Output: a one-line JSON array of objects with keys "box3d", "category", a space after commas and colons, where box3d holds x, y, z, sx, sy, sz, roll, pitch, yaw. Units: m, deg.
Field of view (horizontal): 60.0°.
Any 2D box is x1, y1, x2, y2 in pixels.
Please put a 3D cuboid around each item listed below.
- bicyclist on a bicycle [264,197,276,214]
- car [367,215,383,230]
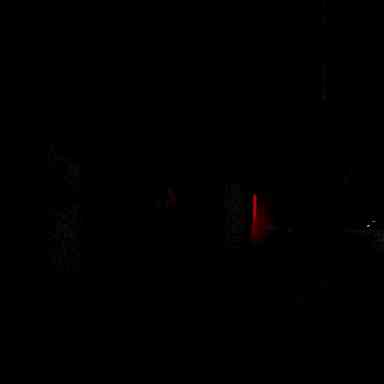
[{"box3d": [7.581, 1.319, 32.241, 1.656, 1.620, 0.582, 0, 0, -36], "category": "bicyclist on a bicycle"}, {"box3d": [12.548, 1.522, 18.024, 5.357, 1.411, 2.033, 0, 0, 19], "category": "car"}]
